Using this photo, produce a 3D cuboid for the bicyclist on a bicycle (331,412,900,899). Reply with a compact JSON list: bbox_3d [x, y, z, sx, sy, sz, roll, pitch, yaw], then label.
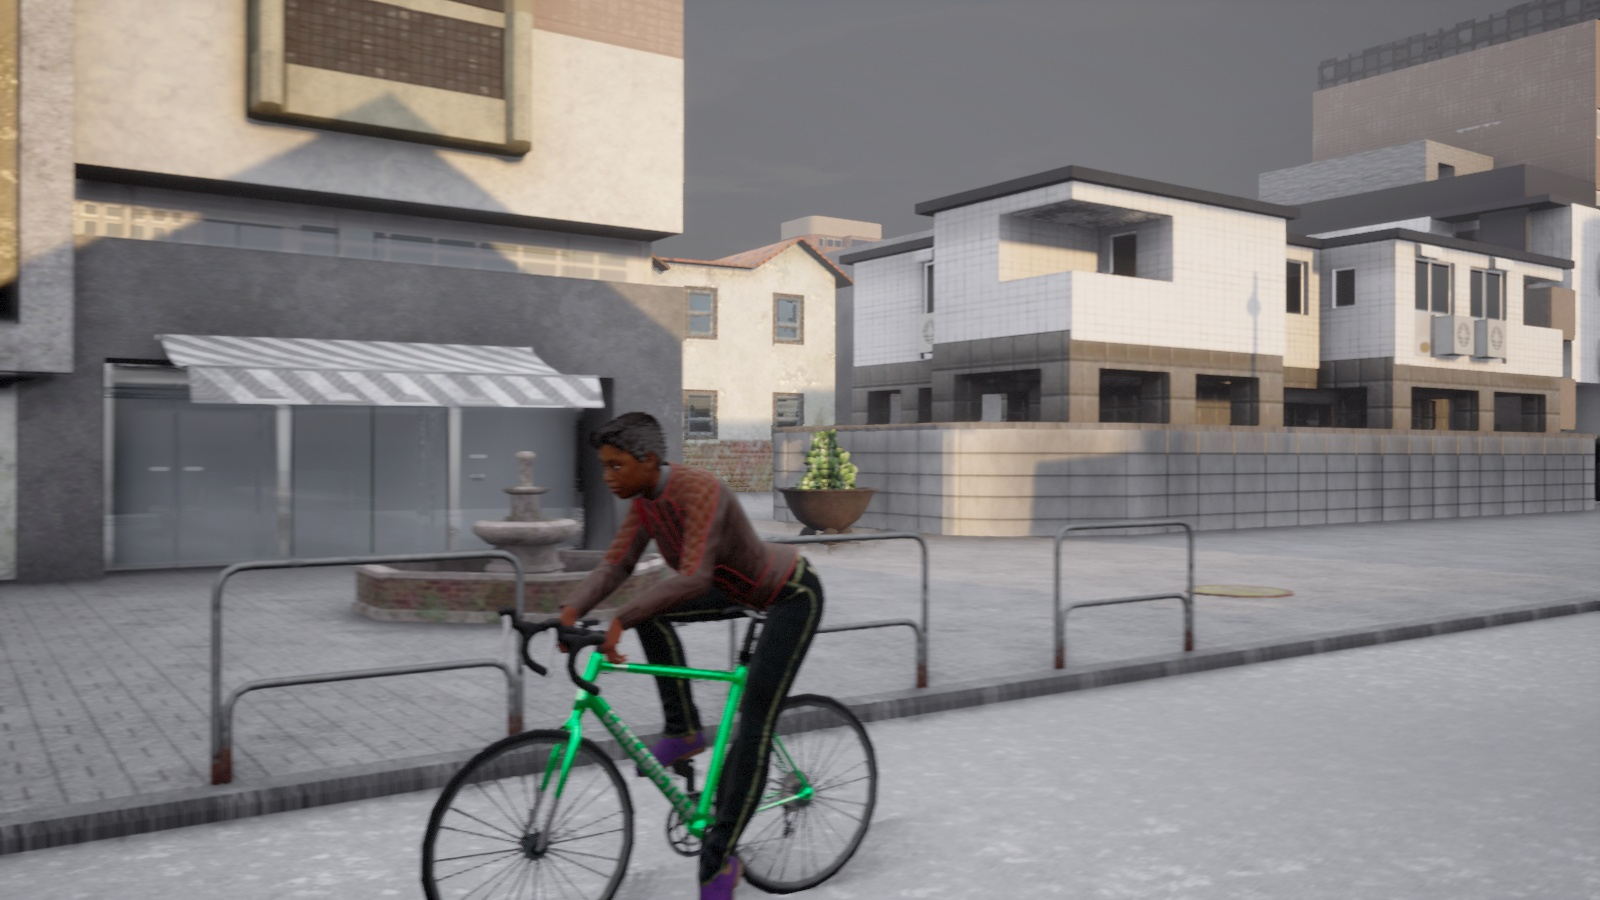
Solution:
[{"bbox_3d":[-0.520,0.708,3.906,1.656,1.620,0.582,0,0,-35],"label":"bicyclist on a bicycle"}]
